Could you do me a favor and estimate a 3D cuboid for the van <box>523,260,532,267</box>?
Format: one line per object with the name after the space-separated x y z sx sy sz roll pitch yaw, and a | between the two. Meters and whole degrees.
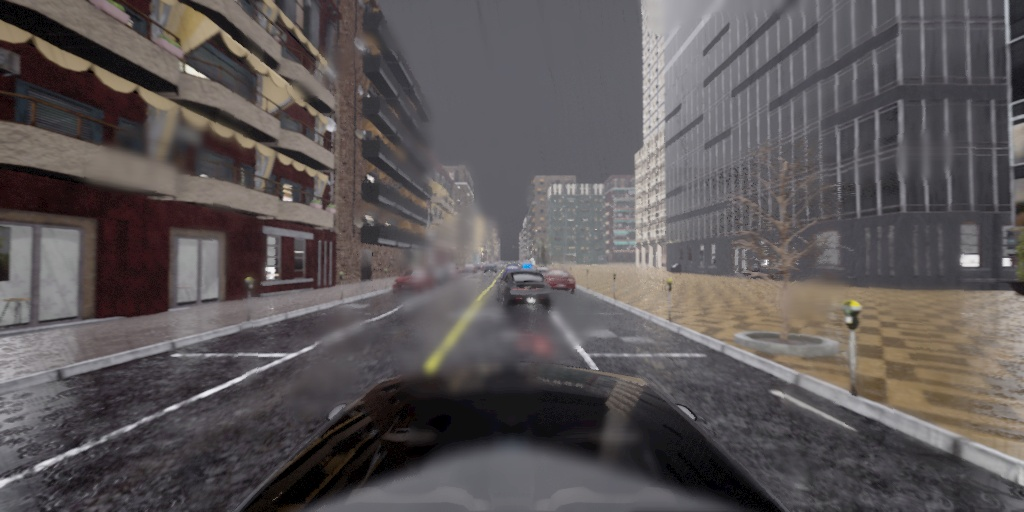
2.684 1.618 63.892 1.690 1.789 3.998 0 0 0 | van

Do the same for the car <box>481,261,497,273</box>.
-3.061 1.722 51.807 2.033 1.411 5.357 0 -1 1 | car

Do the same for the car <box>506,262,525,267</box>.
0.077 1.563 35.760 1.812 1.442 4.674 0 0 0 | car

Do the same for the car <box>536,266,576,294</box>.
2.681 1.462 21.516 1.888 1.381 4.507 0 0 0 | car

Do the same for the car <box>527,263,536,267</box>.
2.674 1.561 32.655 2.007 1.370 4.403 0 0 0 | car

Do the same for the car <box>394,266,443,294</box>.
-5.700 1.462 21.513 1.888 1.381 4.507 0 0 0 | car

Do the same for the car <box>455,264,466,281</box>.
-5.707 1.451 32.652 1.967 1.591 4.097 0 0 0 | car

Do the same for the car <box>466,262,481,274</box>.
-5.716 1.735 49.361 1.802 1.307 4.207 0 0 0 | car

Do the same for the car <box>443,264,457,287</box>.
-5.703 1.530 27.083 1.948 1.339 4.313 0 0 0 | car

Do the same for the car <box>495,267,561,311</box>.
0.467 1.367 15.051 1.837 1.490 4.892 0 -1 -6 | car
